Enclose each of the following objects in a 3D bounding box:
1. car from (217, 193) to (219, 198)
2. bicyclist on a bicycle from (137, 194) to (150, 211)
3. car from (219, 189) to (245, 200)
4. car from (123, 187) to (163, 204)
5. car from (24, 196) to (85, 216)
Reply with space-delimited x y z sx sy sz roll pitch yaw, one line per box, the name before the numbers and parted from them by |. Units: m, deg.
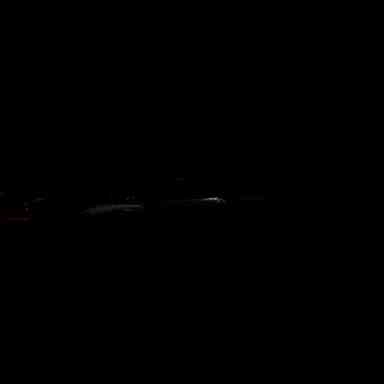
car | 6.271 0.262 58.915 2.128 1.511 4.902 1 2 35
bicyclist on a bicycle | -4.491 0.995 30.825 1.656 1.620 0.582 0 1 35
car | 6.762 0.424 53.393 1.837 1.490 4.892 1 2 35
car | -6.049 0.441 41.732 2.150 2.045 5.566 1 2 35
car | -11.376 1.103 27.841 1.882 1.535 5.008 1 2 36
